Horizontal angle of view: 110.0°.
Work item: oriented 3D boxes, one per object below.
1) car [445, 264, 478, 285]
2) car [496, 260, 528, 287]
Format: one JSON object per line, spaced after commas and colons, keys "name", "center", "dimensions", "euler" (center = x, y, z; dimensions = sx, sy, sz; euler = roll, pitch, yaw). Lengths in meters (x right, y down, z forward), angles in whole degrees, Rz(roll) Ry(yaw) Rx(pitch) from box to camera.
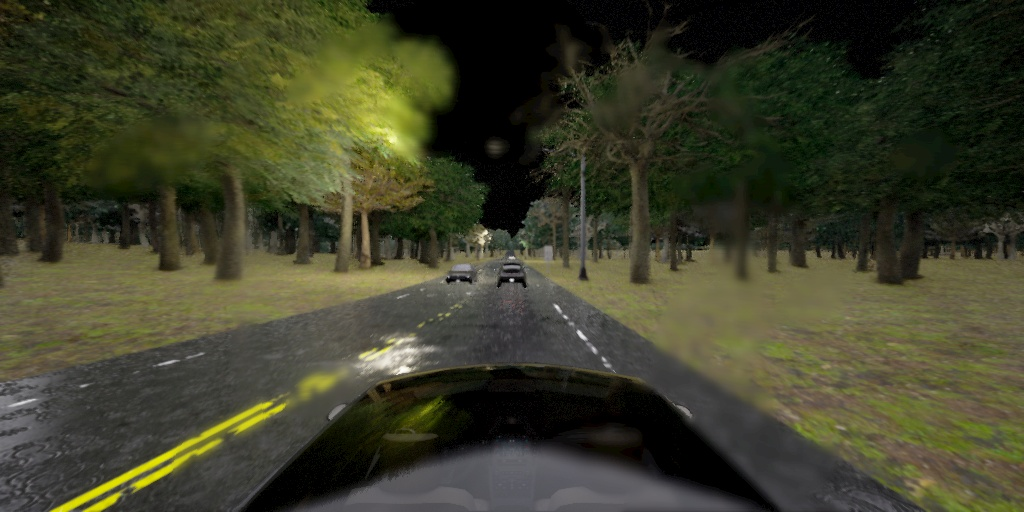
{"name": "car", "center": [-3.526, 1.254, 26.147], "dimensions": [2.033, 1.411, 5.357], "euler": [0, 0, 0]}
{"name": "car", "center": [-0.014, 1.235, 24.379], "dimensions": [1.837, 1.490, 4.892], "euler": [0, 0, 0]}
